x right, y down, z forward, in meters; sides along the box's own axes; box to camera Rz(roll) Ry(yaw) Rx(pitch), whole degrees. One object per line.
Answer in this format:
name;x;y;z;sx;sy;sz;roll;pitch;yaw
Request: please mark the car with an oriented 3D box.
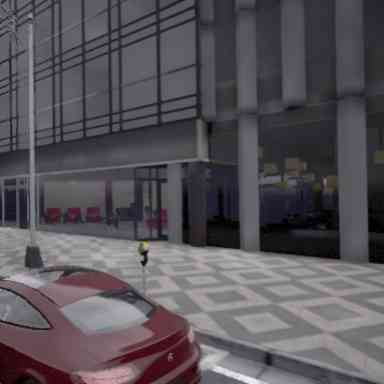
car;-1.848;1.620;4.178;4.206;1.307;1.802;-1;-1;36
